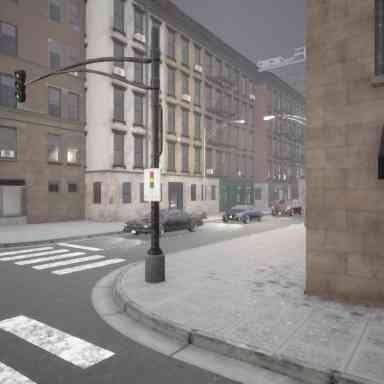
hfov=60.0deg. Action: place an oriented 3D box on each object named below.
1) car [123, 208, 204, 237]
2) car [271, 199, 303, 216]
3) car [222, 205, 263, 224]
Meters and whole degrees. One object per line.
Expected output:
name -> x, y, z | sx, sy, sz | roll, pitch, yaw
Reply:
car -> -1.391, 1.631, 18.870 | 2.033, 1.411, 5.357 | 0, 0, 35
car -> 9.985, 1.539, 34.792 | 2.097, 1.767, 4.553 | 0, 0, 35
car -> 4.065, 1.696, 26.509 | 1.994, 1.385, 4.181 | 0, 0, 36
